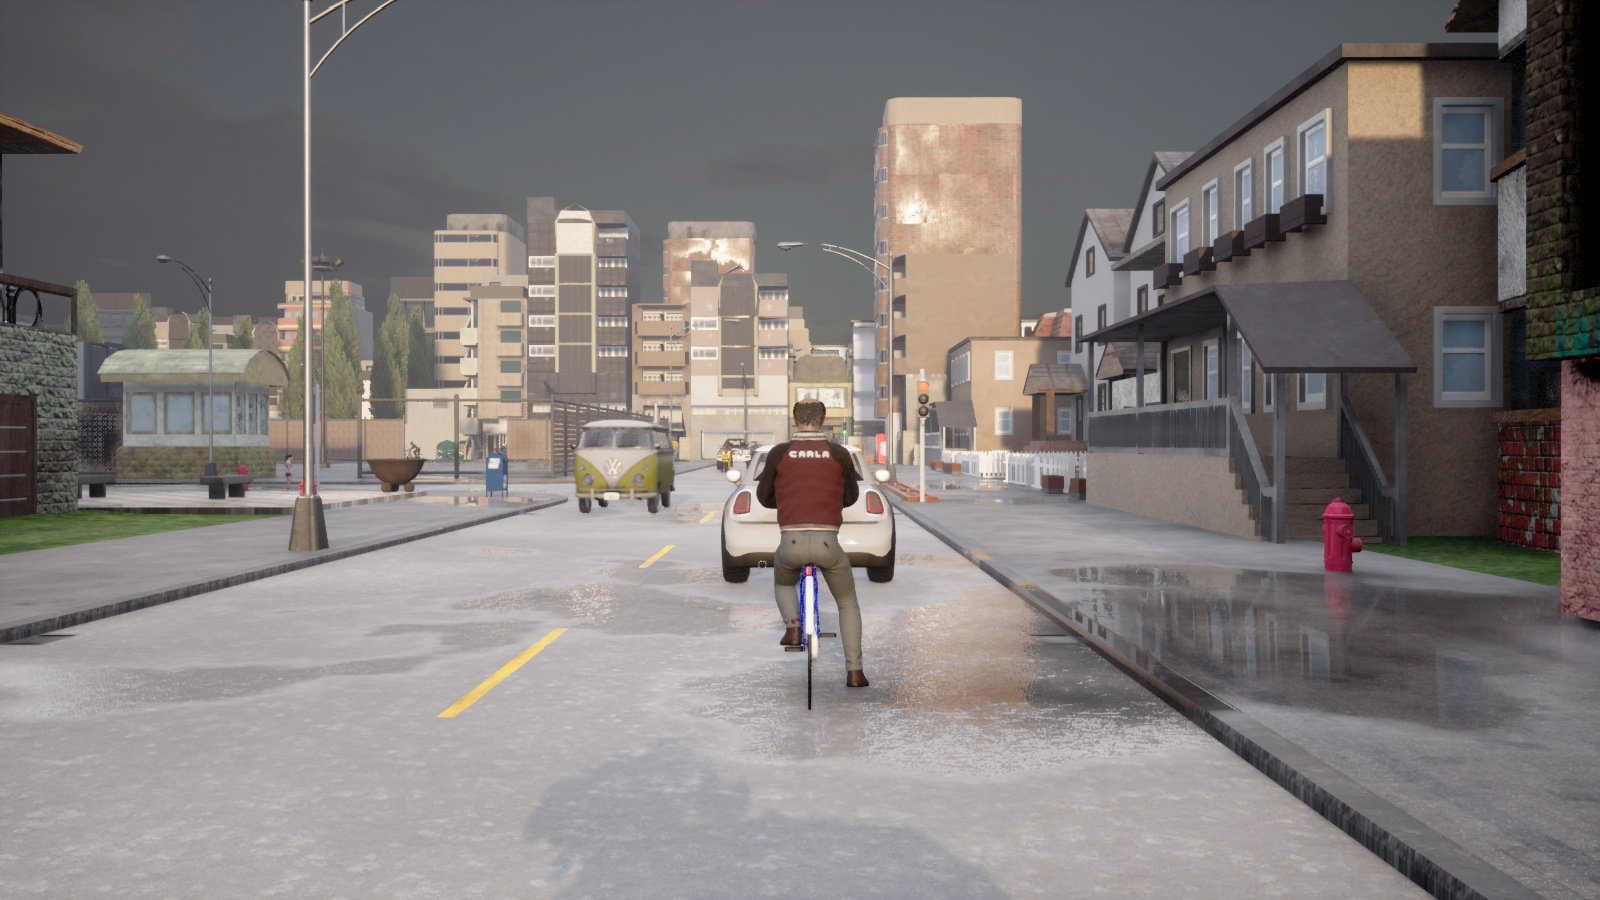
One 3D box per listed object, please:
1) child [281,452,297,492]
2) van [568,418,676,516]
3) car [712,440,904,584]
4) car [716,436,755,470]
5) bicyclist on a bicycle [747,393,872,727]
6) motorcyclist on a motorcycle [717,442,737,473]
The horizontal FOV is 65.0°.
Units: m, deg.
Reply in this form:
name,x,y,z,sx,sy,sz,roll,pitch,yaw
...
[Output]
name,x,y,z,sx,sy,sz,roll,pitch,yaw
child,-14.515,0.621,35.680,0.394,1.110,0.255,0,0,-15
van,-3.828,0.340,27.697,1.775,1.987,4.442,0,0,0
car,0.093,0.628,14.787,1.970,1.475,3.806,0,0,0
car,-3.610,0.161,70.722,1.932,1.855,4.605,0,0,1
bicyclist on a bicycle,0.056,0.574,7.591,0.659,1.776,1.843,0,1,0
motorcyclist on a motorcycle,-3.636,0.372,62.667,0.797,1.523,2.044,0,0,2
